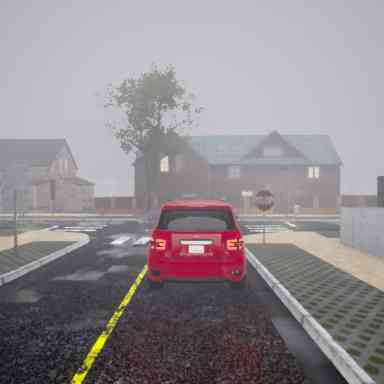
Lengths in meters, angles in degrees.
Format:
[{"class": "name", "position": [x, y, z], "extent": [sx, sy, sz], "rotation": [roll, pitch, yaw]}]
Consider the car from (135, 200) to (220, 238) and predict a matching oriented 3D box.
[{"class": "car", "position": [-0.732, 1.387, 18.850], "extent": [4.553, 1.767, 2.097], "rotation": [-1, 1, -44]}]

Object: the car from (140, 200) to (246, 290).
[{"class": "car", "position": [0.138, 1.218, 9.210], "extent": [2.150, 2.045, 5.566], "rotation": [0, 0, 1]}]
